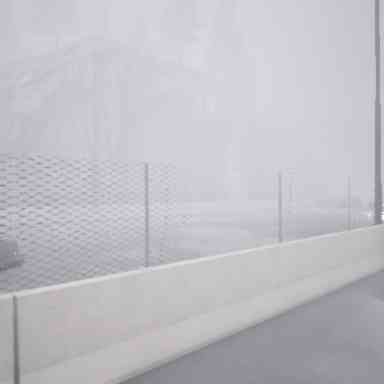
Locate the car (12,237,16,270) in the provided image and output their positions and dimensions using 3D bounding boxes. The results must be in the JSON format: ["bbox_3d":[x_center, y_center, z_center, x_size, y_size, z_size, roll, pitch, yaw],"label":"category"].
[{"bbox_3d":[-6.901,1.576,7.704,5.357,1.411,2.033,0,0,-35],"label":"car"}]
